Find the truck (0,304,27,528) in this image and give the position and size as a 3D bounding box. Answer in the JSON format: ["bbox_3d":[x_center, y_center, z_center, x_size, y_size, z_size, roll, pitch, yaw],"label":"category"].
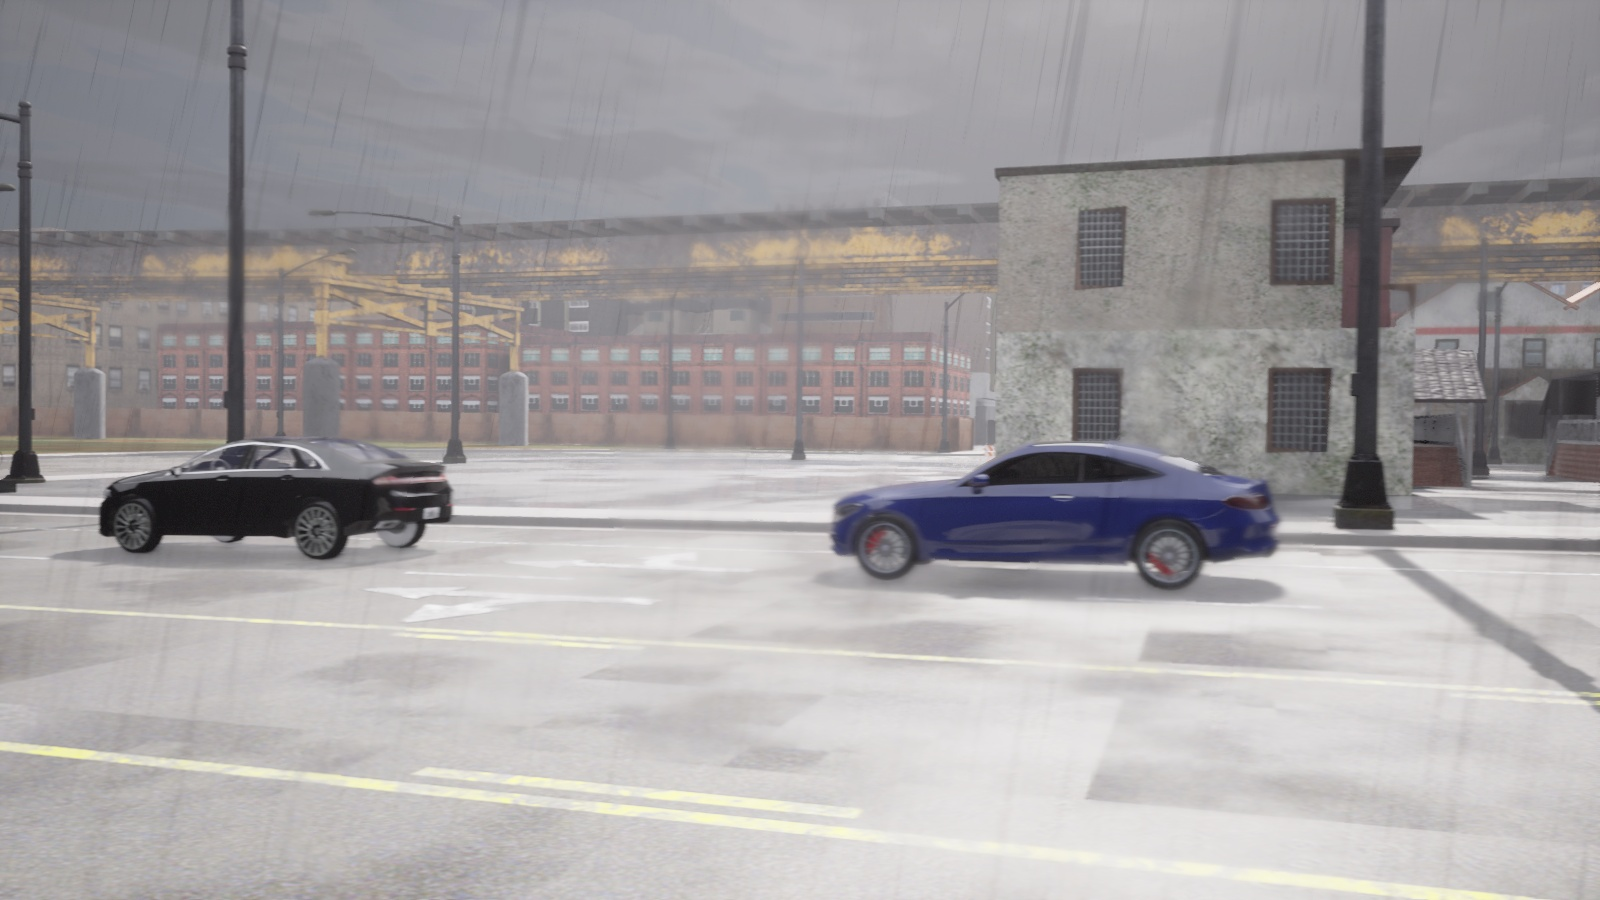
[{"bbox_3d":[-16.484,-0.568,19.802,7.936,3.462,2.891,1,1,19],"label":"truck"}]

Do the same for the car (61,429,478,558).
[{"bbox_3d":[-6.977,0.488,16.619,4.902,1.511,2.128,1,1,18],"label":"car"}]

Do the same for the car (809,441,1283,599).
[{"bbox_3d":[2.601,0.647,13.396,4.674,1.442,1.812,1,1,19],"label":"car"}]
